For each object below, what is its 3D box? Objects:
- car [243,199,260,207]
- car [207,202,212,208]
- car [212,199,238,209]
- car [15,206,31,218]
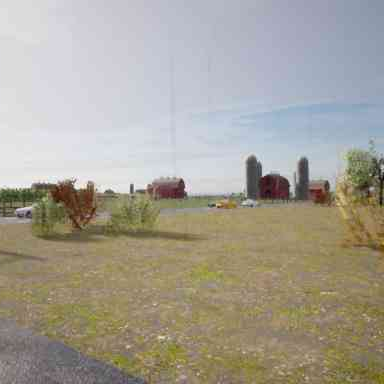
[{"bbox_3d":[11.415,2.172,64.255,1.812,1.442,4.674,-1,-1,36],"label":"car"},{"bbox_3d":[4.838,2.183,61.092,2.033,1.411,5.357,-1,-1,36],"label":"car"},{"bbox_3d":[5.988,2.020,56.634,1.882,1.535,5.008,-1,-1,36],"label":"car"},{"bbox_3d":[-15.208,1.787,33.287,1.812,1.442,4.674,-1,-1,36],"label":"car"}]
